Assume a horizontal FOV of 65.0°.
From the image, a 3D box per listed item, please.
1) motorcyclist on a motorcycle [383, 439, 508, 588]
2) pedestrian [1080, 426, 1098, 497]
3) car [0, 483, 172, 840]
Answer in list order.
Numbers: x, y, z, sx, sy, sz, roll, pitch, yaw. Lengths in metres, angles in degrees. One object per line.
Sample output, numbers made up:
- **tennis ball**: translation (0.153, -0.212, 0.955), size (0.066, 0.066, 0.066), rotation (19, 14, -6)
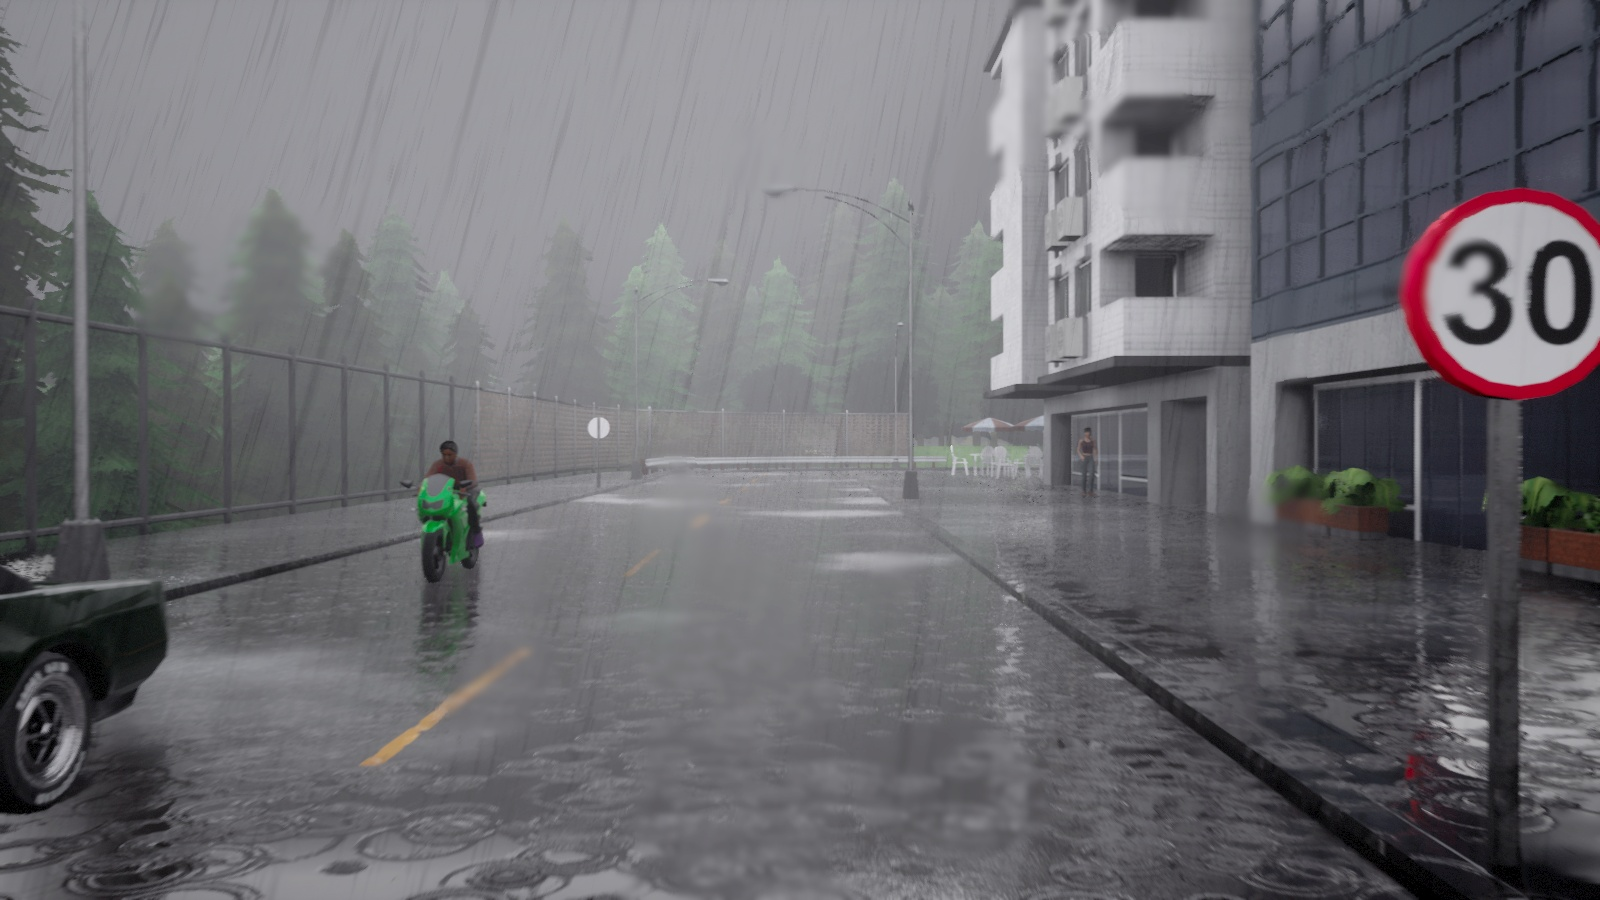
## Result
- **motorcyclist on a motorcycle**: translation (-3.900, 0.646, 13.980), size (0.797, 1.523, 2.044), rotation (0, 1, 0)
- **pedestrian**: translation (7.463, 0.295, 32.445), size (0.345, 1.836, 0.594), rotation (0, 0, 0)
- **car**: translation (-3.963, 0.823, 3.645), size (1.895, 1.301, 4.718), rotation (0, 0, 0)
